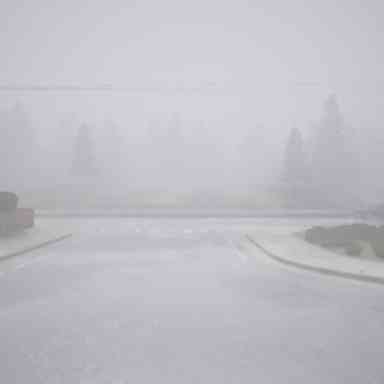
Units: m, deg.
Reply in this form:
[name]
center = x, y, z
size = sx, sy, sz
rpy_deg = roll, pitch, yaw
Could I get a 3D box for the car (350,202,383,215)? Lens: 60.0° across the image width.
[car]
center = 15.521, 1.580, 27.271
size = 4.892, 1.490, 1.837
rpy_deg = 0, 0, 0
